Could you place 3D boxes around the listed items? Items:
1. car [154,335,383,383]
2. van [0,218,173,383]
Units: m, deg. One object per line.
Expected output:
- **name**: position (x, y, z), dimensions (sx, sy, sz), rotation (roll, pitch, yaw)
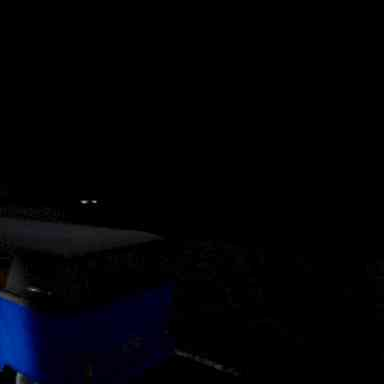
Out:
- **car**: position (2.021, 1.589, 1.527), dimensions (4.206, 1.307, 1.802), rotation (1, 1, 36)
- **van**: position (-2.117, 1.310, 4.483), dimensions (3.998, 1.788, 1.690), rotation (1, 1, 36)
